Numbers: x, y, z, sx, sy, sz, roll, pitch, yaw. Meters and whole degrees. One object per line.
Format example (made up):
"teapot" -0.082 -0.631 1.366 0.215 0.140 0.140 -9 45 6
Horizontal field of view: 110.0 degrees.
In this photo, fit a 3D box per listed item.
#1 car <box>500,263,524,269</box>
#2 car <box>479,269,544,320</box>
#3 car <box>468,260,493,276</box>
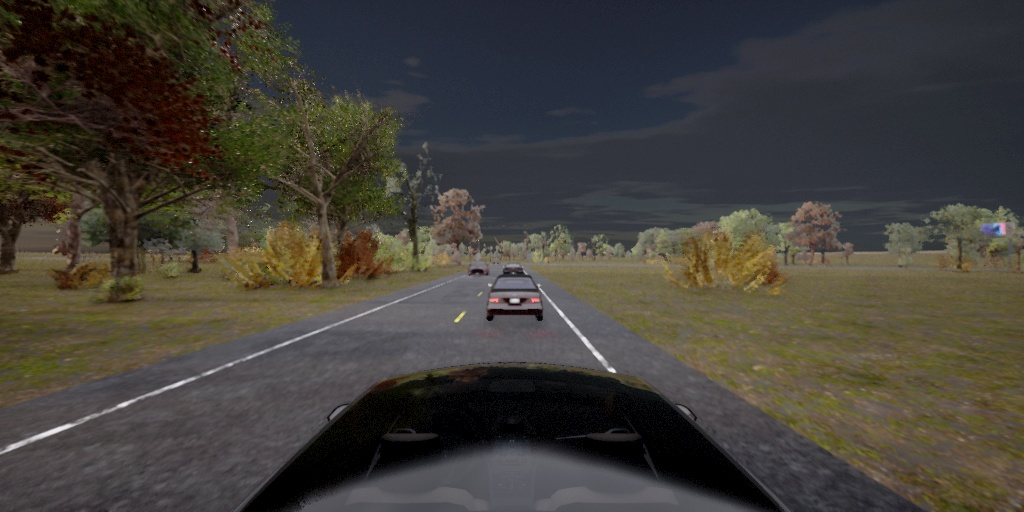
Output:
"car" 0.109 1.384 34.241 1.882 1.535 5.008 0 0 0
"car" 0.091 1.353 12.897 2.033 1.411 5.357 0 0 0
"car" -3.579 1.282 39.366 2.097 1.767 4.553 0 0 0
